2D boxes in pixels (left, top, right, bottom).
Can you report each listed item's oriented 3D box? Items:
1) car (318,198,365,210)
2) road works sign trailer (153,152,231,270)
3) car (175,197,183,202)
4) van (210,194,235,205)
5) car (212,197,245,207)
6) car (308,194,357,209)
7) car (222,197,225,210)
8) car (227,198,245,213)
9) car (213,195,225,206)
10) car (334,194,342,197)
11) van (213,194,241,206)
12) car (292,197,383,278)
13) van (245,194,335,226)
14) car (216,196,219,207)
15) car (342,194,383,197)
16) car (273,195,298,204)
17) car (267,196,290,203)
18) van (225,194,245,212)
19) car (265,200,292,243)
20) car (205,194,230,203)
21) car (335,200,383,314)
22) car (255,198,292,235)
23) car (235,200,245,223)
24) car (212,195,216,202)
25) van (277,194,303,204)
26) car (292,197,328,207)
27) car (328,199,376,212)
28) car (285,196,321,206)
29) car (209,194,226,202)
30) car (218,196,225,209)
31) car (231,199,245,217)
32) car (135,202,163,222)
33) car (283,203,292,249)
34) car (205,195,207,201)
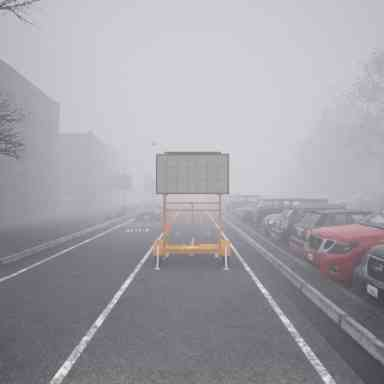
[{"bbox_3d":[18.788,1.500,41.942,5.008,1.535,2.097,0,0,0],"label":"car"},{"bbox_3d":[0.016,0.473,11.049,2.380,3.560,2.880,0,0,1],"label":"road works sign trailer"},{"bbox_3d":[-3.069,1.830,81.539,1.895,1.301,4.718,0,-1,0],"label":"car"},{"bbox_3d":[5.617,1.335,61.389,4.442,1.987,1.878,0,0,0],"label":"van"},{"bbox_3d":[5.718,1.531,52.978,5.008,1.535,2.097,0,0,0],"label":"car"},{"bbox_3d":[18.768,1.254,44.729,5.566,2.045,2.435,0,0,0],"label":"car"},{"bbox_3d":[5.736,1.520,33.358,4.792,1.488,2.163,0,0,0],"label":"car"},{"bbox_3d":[5.673,1.519,27.751,4.792,1.488,2.163,0,0,0],"label":"car"},{"bbox_3d":[5.687,1.534,44.569,4.792,1.488,2.163,0,0,0],"label":"car"},{"bbox_3d":[18.760,1.241,36.374,5.566,2.045,2.435,0,0,0],"label":"car"},{"bbox_3d":[5.843,1.315,55.782,4.442,1.987,1.878,0,0,0],"label":"van"},{"bbox_3d":[5.657,1.232,8.129,5.566,2.045,2.435,0,0,0],"label":"car"},{"bbox_3d":[5.578,1.261,19.342,4.442,1.987,1.878,0,0,0],"label":"van"},{"bbox_3d":[5.706,1.493,38.961,5.008,1.535,2.097,0,0,0],"label":"car"},{"bbox_3d":[18.758,1.241,33.712,5.566,2.045,2.435,0,0,0],"label":"car"},{"bbox_3d":[18.792,1.459,67.006,4.553,1.767,2.185,0,0,0],"label":"car"},{"bbox_3d":[18.838,1.657,72.574,4.674,1.452,2.002,0,0,0],"label":"car"},{"bbox_3d":[5.588,1.264,30.555,4.442,1.987,1.878,0,0,0],"label":"van"},{"bbox_3d":[5.659,1.360,13.735,4.553,1.767,2.185,0,0,0],"label":"car"},{"bbox_3d":[5.792,1.387,75.404,5.566,2.045,2.435,0,0,0],"label":"car"},{"bbox_3d":[5.654,1.232,5.325,5.566,2.045,2.435,0,0,0],"label":"car"},{"bbox_3d":[5.724,1.360,16.538,4.553,1.767,2.185,0,0,0],"label":"car"},{"bbox_3d":[5.692,1.487,22.145,5.008,1.535,2.097,0,0,0],"label":"car"},{"bbox_3d":[5.714,1.513,47.367,4.892,1.521,2.231,0,0,0],"label":"car"},{"bbox_3d":[18.934,1.346,64.226,4.442,1.987,1.878,0,0,0],"label":"van"},{"bbox_3d":[18.798,1.533,53.082,5.008,1.535,2.097,0,0,0],"label":"car"},{"bbox_3d":[18.789,1.535,39.281,4.674,1.452,2.002,0,0,0],"label":"car"},{"bbox_3d":[18.621,1.540,55.868,5.366,1.575,1.946,0,0,0],"label":"car"},{"bbox_3d":[5.750,1.270,50.175,5.566,2.045,2.435,0,0,0],"label":"car"},{"bbox_3d":[5.895,1.489,36.161,5.366,1.575,1.946,0,0,0],"label":"car"},{"bbox_3d":[5.670,1.518,24.948,4.792,1.488,2.163,0,0,0],"label":"car"},{"bbox_3d":[-3.291,1.542,26.499,1.812,1.442,4.674,0,0,0],"label":"car"},{"bbox_3d":[5.656,1.359,10.932,4.553,1.767,2.185,0,0,0],"label":"car"},{"bbox_3d":[5.772,1.333,66.994,5.566,2.045,2.435,0,0,0],"label":"car"}]
